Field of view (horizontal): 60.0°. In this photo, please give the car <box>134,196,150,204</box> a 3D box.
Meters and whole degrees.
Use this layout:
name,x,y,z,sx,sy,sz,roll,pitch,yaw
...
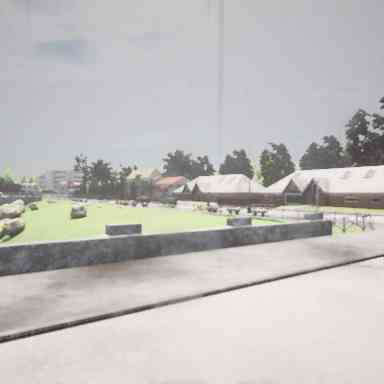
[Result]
name,x,y,z,sx,sy,sz,roll,pitch,yaw
car,-10.351,1.630,68.824,1.837,1.490,4.892,0,0,-35

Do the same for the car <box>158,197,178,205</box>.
name,x,y,z,sx,sy,sz,roll,pitch,yaw
car,-4.457,1.619,60.557,2.128,1.511,4.902,0,0,-35
